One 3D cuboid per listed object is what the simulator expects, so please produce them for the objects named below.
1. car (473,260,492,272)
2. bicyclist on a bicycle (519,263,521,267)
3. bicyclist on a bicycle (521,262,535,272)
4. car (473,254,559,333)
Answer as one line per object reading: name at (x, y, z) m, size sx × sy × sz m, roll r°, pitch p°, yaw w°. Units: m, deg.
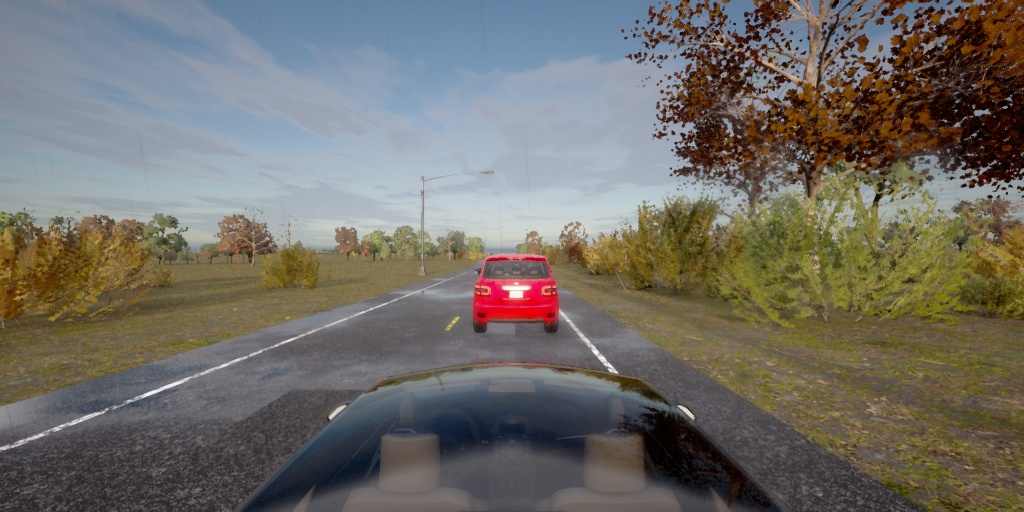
car at (-3.798, 1.283, 46.738) m, size 2.033 × 1.411 × 5.357 m, roll 0°, pitch 0°, yaw 0°
bicyclist on a bicycle at (0.895, 1.110, 28.583) m, size 0.659 × 1.776 × 1.843 m, roll 0°, pitch 0°, yaw 0°
bicyclist on a bicycle at (0.938, 1.114, 18.570) m, size 0.659 × 1.776 × 1.843 m, roll 0°, pitch 0°, yaw 0°
car at (0.089, 0.968, 10.864) m, size 2.150 × 2.045 × 5.566 m, roll 0°, pitch 0°, yaw 0°
